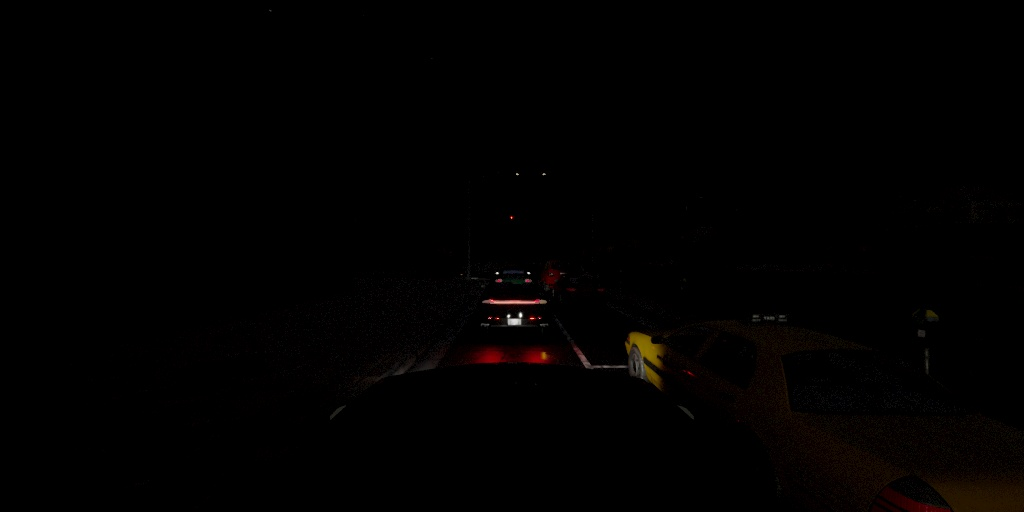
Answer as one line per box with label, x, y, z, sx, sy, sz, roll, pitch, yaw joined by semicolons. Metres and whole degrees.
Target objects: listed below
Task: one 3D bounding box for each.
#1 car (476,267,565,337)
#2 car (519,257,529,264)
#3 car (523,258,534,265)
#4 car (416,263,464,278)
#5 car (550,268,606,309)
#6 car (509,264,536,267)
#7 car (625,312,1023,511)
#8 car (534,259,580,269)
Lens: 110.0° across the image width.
car;0.080;1.245;10.352;2.128;1.511;4.902;0;0;1
car;2.748;1.403;62.918;1.888;1.381;4.507;0;0;0
car;2.719;1.356;46.607;1.888;1.381;4.507;0;0;0
car;-6.332;1.317;31.789;4.181;1.385;1.994;0;-1;0
car;2.662;1.338;14.728;1.802;1.307;4.207;0;0;0
car;0.060;1.325;19.297;1.994;1.385;4.181;0;0;-1
car;2.643;1.276;4.000;1.751;1.417;4.829;0;0;0
car;2.671;1.076;20.177;2.192;1.841;5.009;0;0;0
